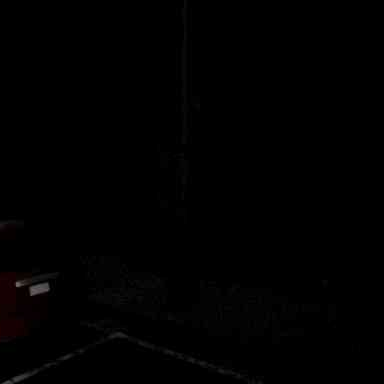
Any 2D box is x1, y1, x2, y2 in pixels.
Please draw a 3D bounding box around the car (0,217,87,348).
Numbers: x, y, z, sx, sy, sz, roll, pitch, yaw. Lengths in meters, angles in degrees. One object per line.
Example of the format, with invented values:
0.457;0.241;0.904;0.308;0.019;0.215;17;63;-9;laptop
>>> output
-3.940;1.379;5.759;5.009;1.841;2.192;-1;0;36;car
